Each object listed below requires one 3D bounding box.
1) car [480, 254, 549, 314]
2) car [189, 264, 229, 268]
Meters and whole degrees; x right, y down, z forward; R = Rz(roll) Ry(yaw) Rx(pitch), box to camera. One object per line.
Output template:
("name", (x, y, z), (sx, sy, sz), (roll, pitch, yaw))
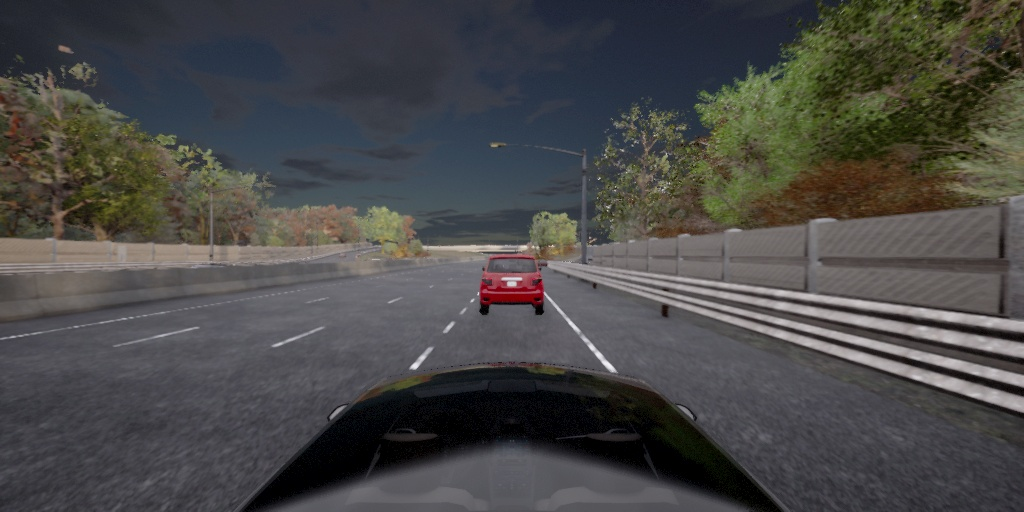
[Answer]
("car", (-0.004, 0.966, 13.848), (2.150, 2.045, 5.566), (0, 0, 0))
("car", (-21.099, 1.291, 24.807), (2.033, 1.411, 5.357), (0, 0, 0))
